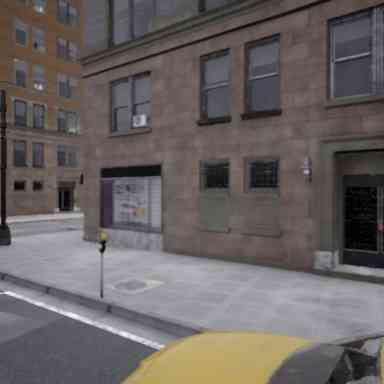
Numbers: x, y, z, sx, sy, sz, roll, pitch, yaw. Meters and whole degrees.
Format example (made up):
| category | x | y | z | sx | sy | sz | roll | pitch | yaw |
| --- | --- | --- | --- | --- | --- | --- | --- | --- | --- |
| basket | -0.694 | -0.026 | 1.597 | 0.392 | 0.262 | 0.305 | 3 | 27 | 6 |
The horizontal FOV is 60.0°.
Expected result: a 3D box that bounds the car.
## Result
| category | x | y | z | sx | sy | sz | roll | pitch | yaw |
| --- | --- | --- | --- | --- | --- | --- | --- | --- | --- |
| car | 1.531 | 1.526 | 1.986 | 4.829 | 1.417 | 1.752 | 0 | 0 | 36 |
